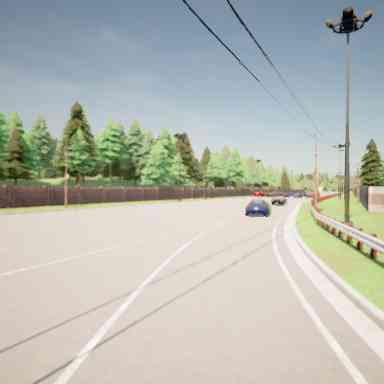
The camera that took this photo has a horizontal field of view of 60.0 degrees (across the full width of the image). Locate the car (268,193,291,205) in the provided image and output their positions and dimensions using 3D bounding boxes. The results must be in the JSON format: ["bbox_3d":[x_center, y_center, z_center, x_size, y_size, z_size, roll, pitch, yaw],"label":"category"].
[{"bbox_3d":[12.913,1.279,49.147,1.895,1.301,4.718,0,0,23],"label":"car"}]

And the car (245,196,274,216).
[{"bbox_3d":[6.026,1.360,30.114,1.994,1.385,4.181,0,0,17],"label":"car"}]
